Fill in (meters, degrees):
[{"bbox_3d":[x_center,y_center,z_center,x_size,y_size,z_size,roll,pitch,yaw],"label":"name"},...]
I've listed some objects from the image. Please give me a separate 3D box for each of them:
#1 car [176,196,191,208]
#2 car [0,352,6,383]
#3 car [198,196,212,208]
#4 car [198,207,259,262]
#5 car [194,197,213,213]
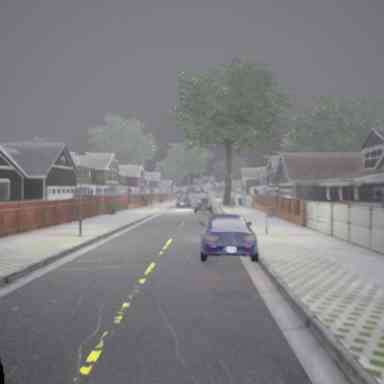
[{"bbox_3d":[-1.107,1.354,44.432,2.128,1.511,4.902,0,0,3],"label":"car"},{"bbox_3d":[-2.797,1.555,1.499,1.994,1.385,4.181,0,0,1],"label":"car"},{"bbox_3d":[1.865,1.386,47.409,1.812,1.442,4.674,0,0,3],"label":"car"},{"bbox_3d":[1.218,1.481,11.894,1.812,1.442,4.674,0,0,2],"label":"car"},{"bbox_3d":[1.239,1.410,35.521,1.812,1.442,4.674,0,0,4],"label":"car"}]
